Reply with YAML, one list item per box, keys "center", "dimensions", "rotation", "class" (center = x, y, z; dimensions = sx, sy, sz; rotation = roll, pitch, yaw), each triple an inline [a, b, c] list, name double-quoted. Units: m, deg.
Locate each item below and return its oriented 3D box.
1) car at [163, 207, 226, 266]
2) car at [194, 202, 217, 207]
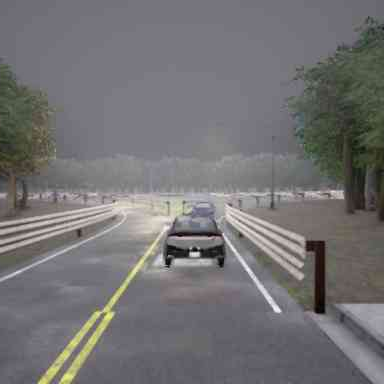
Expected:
- center: [0.086, 1.492, 11.489]
  dimensions: [2.128, 1.511, 4.902]
  rotation: [0, 0, 0]
  class: "car"
- center: [1.082, 1.525, 27.735]
  dimensions: [1.812, 1.442, 4.674]
  rotation: [0, 0, 9]
  class: "car"
